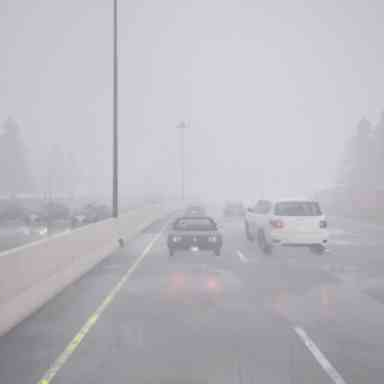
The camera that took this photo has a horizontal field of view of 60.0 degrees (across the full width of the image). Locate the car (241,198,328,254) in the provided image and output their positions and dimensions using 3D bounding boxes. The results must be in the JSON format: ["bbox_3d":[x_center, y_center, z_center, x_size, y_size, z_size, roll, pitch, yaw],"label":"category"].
[{"bbox_3d":[3.596,1.234,13.591,2.150,2.045,5.566,0,0,0],"label":"car"}]

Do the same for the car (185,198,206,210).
[{"bbox_3d":[0.334,1.555,31.110,1.812,1.442,4.674,0,0,3],"label":"car"}]

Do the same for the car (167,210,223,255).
[{"bbox_3d":[0.095,1.613,13.344,1.895,1.301,4.718,0,0,0],"label":"car"}]

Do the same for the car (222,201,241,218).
[{"bbox_3d":[3.789,1.520,30.096,2.128,1.511,4.902,0,0,3],"label":"car"}]

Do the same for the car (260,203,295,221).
[{"bbox_3d":[7.205,1.628,28.519,1.895,1.301,4.718,0,0,2],"label":"car"}]

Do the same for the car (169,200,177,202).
[{"bbox_3d":[-3.045,1.538,64.992,1.882,1.535,5.008,0,0,21],"label":"car"}]

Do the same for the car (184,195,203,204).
[{"bbox_3d":[0.319,1.413,64.040,2.097,1.767,4.553,0,0,22],"label":"car"}]
